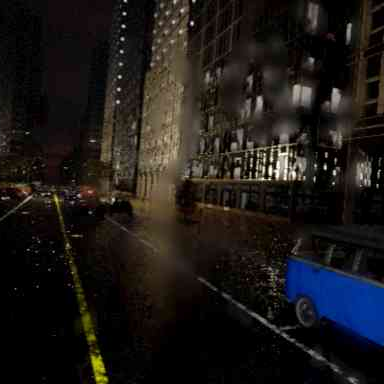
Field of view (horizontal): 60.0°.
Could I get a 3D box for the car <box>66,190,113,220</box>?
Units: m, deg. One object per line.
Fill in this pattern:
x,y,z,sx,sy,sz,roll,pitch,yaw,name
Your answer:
-6.895,0.929,21.857,2.128,1.511,4.902,4,0,-23,car

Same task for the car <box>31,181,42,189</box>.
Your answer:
-39.887,-1.835,85.475,2.192,1.841,5.009,4,0,-23,car

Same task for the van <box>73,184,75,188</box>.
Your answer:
-18.964,-0.198,57.319,1.690,1.788,3.998,4,0,-23,van

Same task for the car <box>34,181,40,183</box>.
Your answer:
-33.290,-1.071,69.768,2.008,1.369,4.403,4,0,-23,car

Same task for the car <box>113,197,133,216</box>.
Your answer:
-5.752,1.062,25.904,2.008,1.369,4.403,4,0,-23,car

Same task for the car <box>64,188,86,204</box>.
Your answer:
-12.643,0.582,35.484,1.895,1.301,4.718,4,0,-22,car

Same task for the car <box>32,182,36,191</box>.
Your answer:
-24.406,-0.389,48.668,1.752,1.417,4.829,4,0,-23,car

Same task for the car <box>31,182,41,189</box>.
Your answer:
-37.691,-1.534,80.239,1.967,1.590,4.097,4,0,-23,car

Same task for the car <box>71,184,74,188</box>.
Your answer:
-21.174,-0.275,62.556,1.967,1.590,4.097,4,0,-23,car

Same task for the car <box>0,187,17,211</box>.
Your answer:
-13.453,0.506,22.644,2.008,1.369,4.403,4,0,-23,car

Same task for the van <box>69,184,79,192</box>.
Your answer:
-27.780,-0.901,78.262,1.690,1.788,3.998,4,0,-23,van

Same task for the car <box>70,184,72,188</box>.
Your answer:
-25.583,-0.626,73.027,1.967,1.590,4.097,4,0,-23,car

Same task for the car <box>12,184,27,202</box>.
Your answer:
-17.863,0.188,33.116,1.802,1.307,4.206,4,0,-23,car

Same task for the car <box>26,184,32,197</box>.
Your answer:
-20.058,-0.129,38.351,1.967,1.590,4.097,4,0,-23,car

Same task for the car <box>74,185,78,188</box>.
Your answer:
-16.758,-0.049,52.083,2.192,1.841,5.009,4,0,-23,car

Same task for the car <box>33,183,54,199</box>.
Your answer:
-18.739,0.023,42.148,1.837,1.490,4.892,4,0,-23,car

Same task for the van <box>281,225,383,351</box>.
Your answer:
3.077,1.552,4.960,1.690,1.788,3.998,4,0,-23,van

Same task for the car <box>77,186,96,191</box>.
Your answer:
-14.554,0.127,46.847,2.192,1.841,5.009,4,0,-23,car
